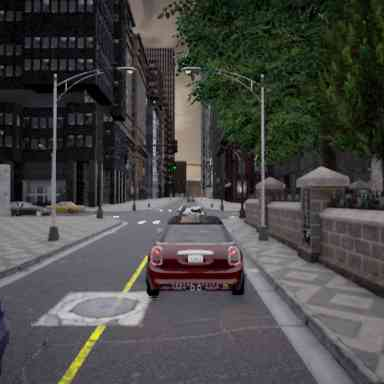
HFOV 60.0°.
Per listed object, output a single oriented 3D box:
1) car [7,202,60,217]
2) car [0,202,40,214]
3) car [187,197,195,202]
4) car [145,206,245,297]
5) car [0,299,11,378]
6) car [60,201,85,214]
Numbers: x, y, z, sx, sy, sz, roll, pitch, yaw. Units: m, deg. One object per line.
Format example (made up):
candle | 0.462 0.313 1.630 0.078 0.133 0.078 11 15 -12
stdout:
car | -14.749 1.587 29.929 4.403 1.369 2.008 0 -1 0
car | -20.255 1.798 38.462 4.403 1.369 2.008 0 -1 0
car | -0.302 1.913 81.196 1.812 1.442 4.674 0 0 0
car | 0.066 1.377 8.831 2.097 1.767 4.553 0 0 0
car | -3.005 1.532 2.087 1.812 1.442 4.674 0 0 0
car | -14.913 1.765 38.453 4.829 1.417 1.752 0 -1 0
